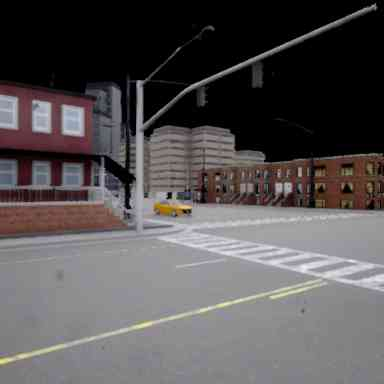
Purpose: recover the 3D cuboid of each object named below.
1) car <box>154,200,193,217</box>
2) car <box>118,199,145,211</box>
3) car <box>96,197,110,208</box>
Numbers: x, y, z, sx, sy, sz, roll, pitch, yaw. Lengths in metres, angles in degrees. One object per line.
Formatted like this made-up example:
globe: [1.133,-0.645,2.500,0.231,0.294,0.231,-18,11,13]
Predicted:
car: [-1.842,1.518,31.942,1.882,1.535,5.008,0,0,-36]
car: [-7.340,1.566,39.676,1.812,1.442,4.674,0,0,-36]
car: [-13.358,1.532,48.131,2.128,1.511,4.902,0,0,-35]
